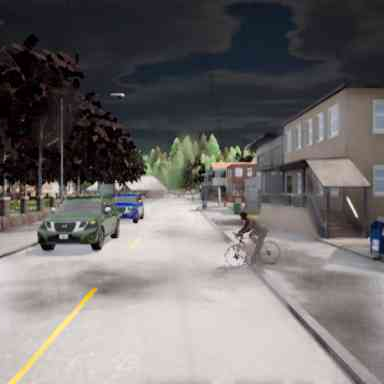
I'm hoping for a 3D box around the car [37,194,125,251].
[{"bbox_3d":[-4.549,1.200,14.312,2.150,2.045,5.566,0,0,-2],"label":"car"}]

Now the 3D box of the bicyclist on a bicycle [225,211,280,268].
[{"bbox_3d":[1.727,1.364,9.712,1.656,1.620,0.582,-5,0,-2],"label":"bicyclist on a bicycle"}]

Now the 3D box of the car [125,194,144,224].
[{"bbox_3d":[-4.905,1.184,25.037,2.150,2.045,5.566,0,0,-2],"label":"car"}]
